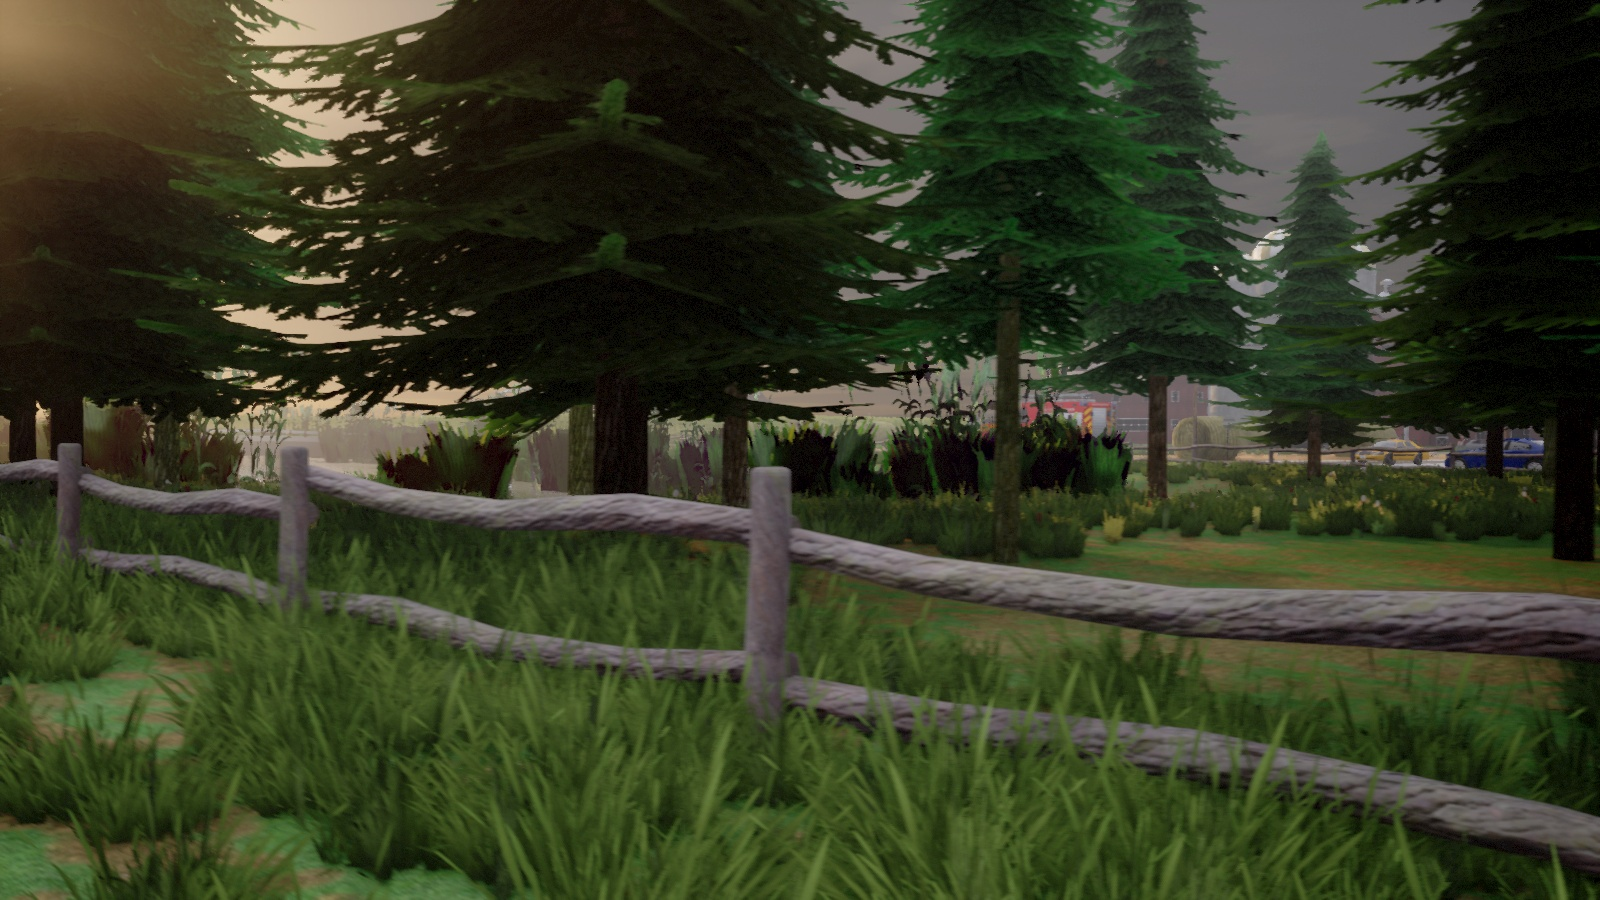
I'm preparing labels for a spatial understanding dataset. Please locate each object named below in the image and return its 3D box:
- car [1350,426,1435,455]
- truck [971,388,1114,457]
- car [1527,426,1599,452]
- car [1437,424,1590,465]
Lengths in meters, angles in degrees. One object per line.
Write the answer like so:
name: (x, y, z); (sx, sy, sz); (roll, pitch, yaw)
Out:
car: (33.445, -0.556, 70.849); (5.366, 1.575, 1.801); (-1, 1, -34)
truck: (14.025, -1.556, 73.267); (2.891, 3.827, 8.468); (-1, 1, -36)
car: (45.417, -0.644, 74.647); (4.892, 1.490, 1.837); (-1, 1, -34)
car: (28.189, -0.228, 49.783); (1.882, 1.535, 5.008); (-1, 1, -31)
